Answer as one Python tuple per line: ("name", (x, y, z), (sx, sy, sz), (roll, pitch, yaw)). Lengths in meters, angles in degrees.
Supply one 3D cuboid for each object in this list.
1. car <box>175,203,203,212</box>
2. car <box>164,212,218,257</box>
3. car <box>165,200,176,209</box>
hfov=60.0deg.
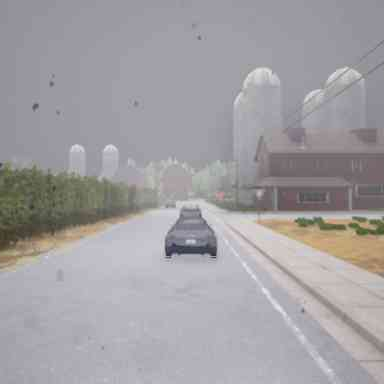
("car", (-0.083, 1.810, 28.530), (2.128, 1.511, 4.902), (0, 0, 0))
("car", (-0.028, 1.717, 13.590), (1.994, 1.385, 4.181), (0, -1, 0))
("car", (-3.742, 2.203, 59.098), (2.033, 1.411, 5.357), (0, -1, 0))
